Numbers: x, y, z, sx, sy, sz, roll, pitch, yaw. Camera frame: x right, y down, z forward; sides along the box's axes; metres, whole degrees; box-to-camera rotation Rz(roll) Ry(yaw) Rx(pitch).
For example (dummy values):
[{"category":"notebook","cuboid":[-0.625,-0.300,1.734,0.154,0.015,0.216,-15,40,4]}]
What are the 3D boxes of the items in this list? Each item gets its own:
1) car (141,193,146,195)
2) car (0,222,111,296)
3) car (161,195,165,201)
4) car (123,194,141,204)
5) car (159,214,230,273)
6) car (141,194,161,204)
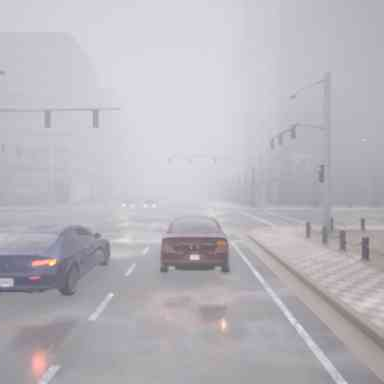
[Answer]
[{"category":"car","cuboid":[-10.493,1.107,72.297,2.097,1.767,4.553,0,0,0]},{"category":"car","cuboid":[-3.429,1.496,8.449,1.812,1.442,4.674,0,0,0]},{"category":"car","cuboid":[-6.993,1.277,72.243,1.812,1.442,4.674,0,0,0]},{"category":"car","cuboid":[-10.545,1.405,57.068,1.895,1.301,4.718,0,0,1]},{"category":"car","cuboid":[0.081,1.441,10.584,1.882,1.535,5.008,0,0,0]},{"category":"car","cuboid":[-7.045,1.405,57.054,1.895,1.301,4.718,0,0,1]}]
